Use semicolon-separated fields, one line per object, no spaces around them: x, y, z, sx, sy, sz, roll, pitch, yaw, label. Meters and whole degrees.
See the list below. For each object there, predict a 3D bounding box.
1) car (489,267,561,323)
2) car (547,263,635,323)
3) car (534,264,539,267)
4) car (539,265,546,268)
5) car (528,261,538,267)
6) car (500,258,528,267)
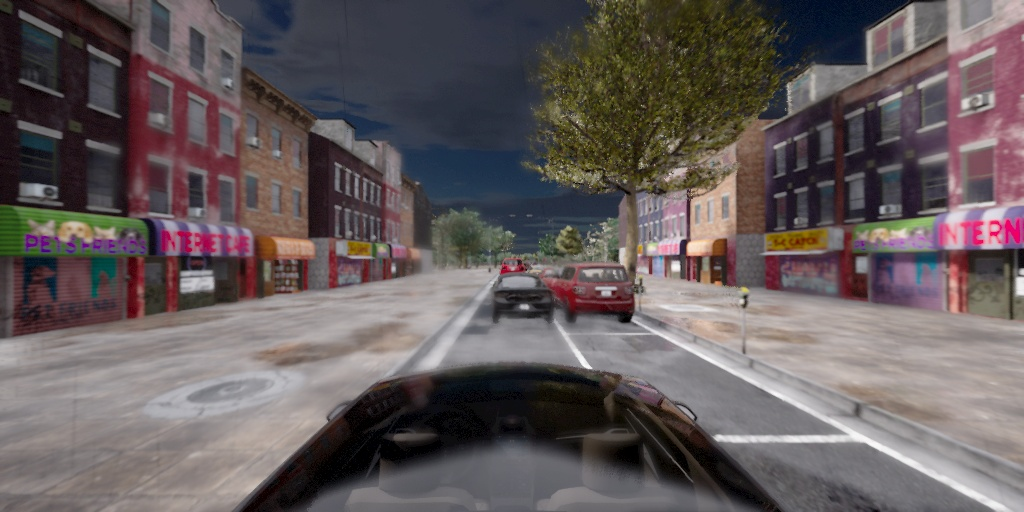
0.246;1.311;12.627;1.882;1.535;5.008;0;0;-3;car
2.638;1.146;12.410;2.192;1.841;5.009;0;0;0;car
2.639;1.461;23.501;1.888;1.381;4.507;0;0;0;car
2.639;1.314;17.956;1.967;1.591;4.097;0;0;0;car
2.640;1.531;34.761;1.751;1.417;4.829;0;0;0;car
0.096;1.210;32.327;2.150;2.045;5.566;0;0;0;car
